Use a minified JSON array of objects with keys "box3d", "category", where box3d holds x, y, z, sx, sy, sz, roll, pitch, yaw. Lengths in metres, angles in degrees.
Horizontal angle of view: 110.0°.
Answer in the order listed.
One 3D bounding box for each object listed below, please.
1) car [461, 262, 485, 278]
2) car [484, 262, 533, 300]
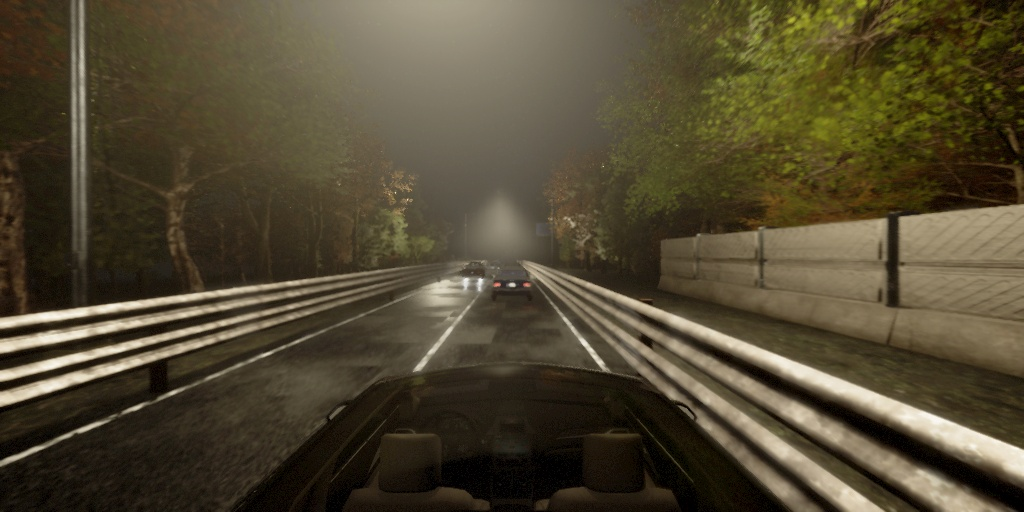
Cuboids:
[{"box3d":[-3.342,1.222,32.243,1.994,1.385,4.181,0,0,0],"category":"car"},{"box3d":[0.022,1.205,16.973,2.033,1.411,5.357,0,0,0],"category":"car"}]
